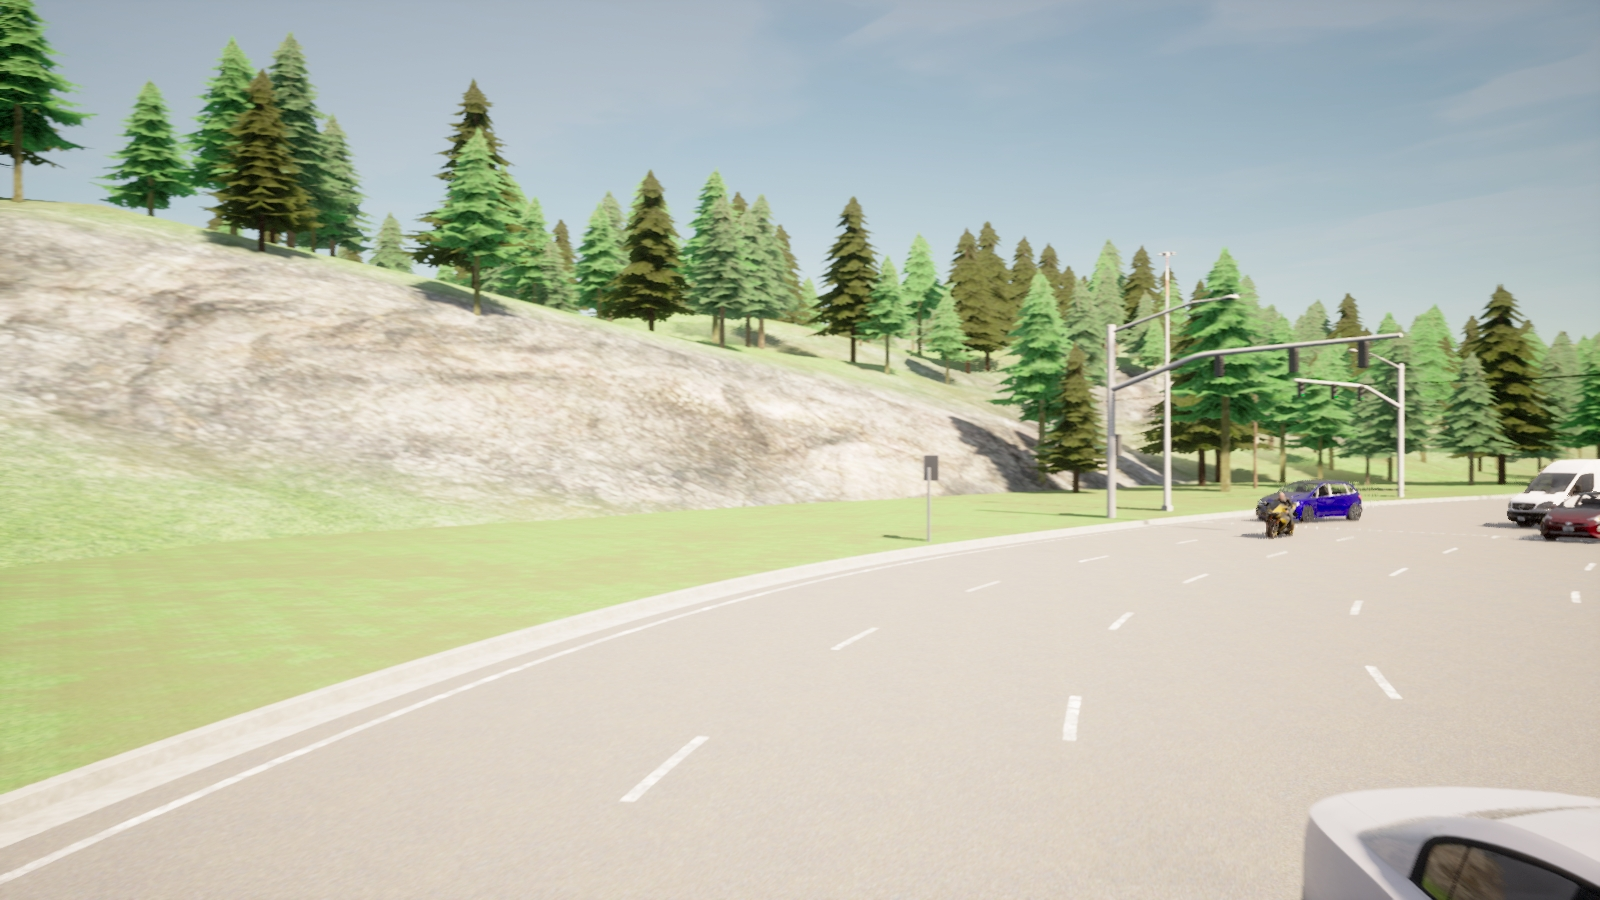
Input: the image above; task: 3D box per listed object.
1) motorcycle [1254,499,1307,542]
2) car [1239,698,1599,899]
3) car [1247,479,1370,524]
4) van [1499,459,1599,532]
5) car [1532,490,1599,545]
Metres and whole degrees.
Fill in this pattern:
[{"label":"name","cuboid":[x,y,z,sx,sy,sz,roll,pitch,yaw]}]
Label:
[{"label":"motorcycle","cuboid":[15.653,2.276,37.202,0.867,1.251,2.209,3,2,42]},{"label":"car","cuboid":[3.209,2.045,3.357,2.097,1.535,5.006,0,0,3]},{"label":"car","cuboid":[20.560,2.058,46.164,4.611,1.667,2.242,0,-1,-30]},{"label":"van","cuboid":[29.042,1.623,42.022,5.915,2.561,1.988,0,-1,-11]},{"label":"car","cuboid":[25.409,2.118,36.387,4.514,1.525,2.007,0,0,-36]}]
